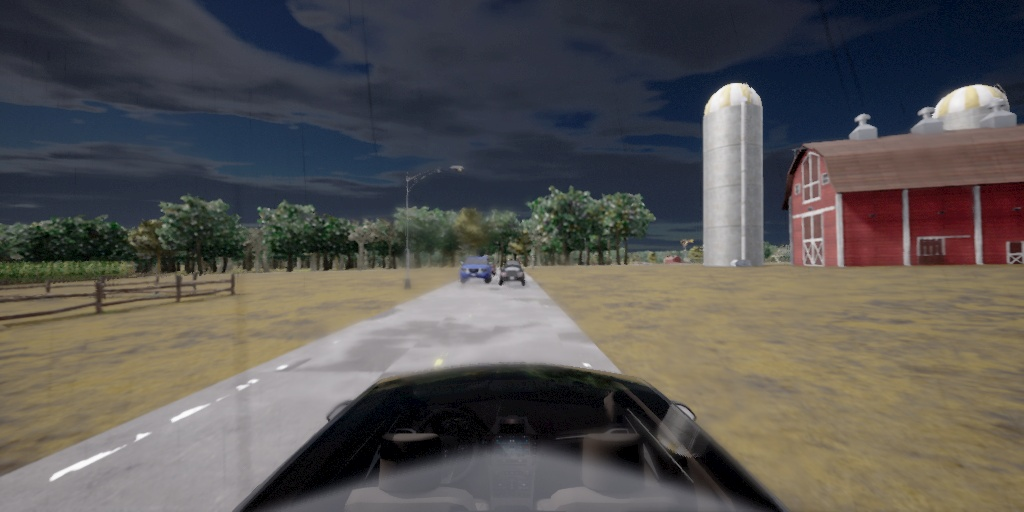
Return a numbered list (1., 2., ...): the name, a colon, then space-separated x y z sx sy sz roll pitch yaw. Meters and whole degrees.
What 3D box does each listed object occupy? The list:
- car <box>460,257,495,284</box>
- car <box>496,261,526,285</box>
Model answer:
1. car: -2.748 1.057 28.664 2.150 2.045 5.566 0 0 0
2. car: 0.026 1.349 26.604 1.812 1.442 4.674 0 0 0
